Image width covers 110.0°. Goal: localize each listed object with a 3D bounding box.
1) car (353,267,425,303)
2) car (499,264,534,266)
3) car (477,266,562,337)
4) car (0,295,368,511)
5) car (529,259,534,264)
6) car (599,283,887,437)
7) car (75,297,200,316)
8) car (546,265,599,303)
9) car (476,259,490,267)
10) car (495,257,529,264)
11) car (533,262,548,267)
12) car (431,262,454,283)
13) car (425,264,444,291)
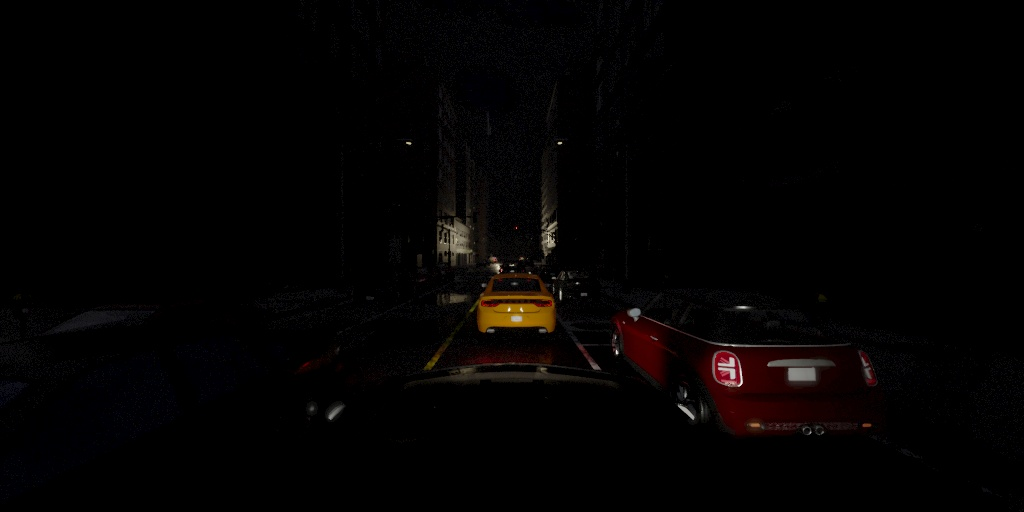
[{"bbox_3d":[-5.649,1.316,16.484,1.948,1.339,4.313,0,0,0],"label":"car"},{"bbox_3d":[0.124,1.315,19.344,1.994,1.385,4.181,0,0,0],"label":"car"},{"bbox_3d":[0.109,1.228,10.356,1.882,1.535,5.008,0,0,0],"label":"car"},{"bbox_3d":[-3.102,1.297,2.438,2.033,1.411,5.357,0,0,0],"label":"car"},{"bbox_3d":[2.976,1.232,64.563,1.967,1.591,4.097,0,0,0],"label":"car"},{"bbox_3d":[2.861,1.190,5.469,1.967,1.591,4.097,0,0,0],"label":"car"},{"bbox_3d":[-5.664,1.332,5.481,1.802,1.307,4.207,0,0,0],"label":"car"},{"bbox_3d":[2.876,1.301,16.472,2.007,1.370,4.403,0,0,0],"label":"car"},{"bbox_3d":[-5.549,1.374,64.588,1.802,1.307,4.207,0,0,0],"label":"car"},{"bbox_3d":[0.065,1.105,28.076,2.097,1.767,4.553,0,0,1],"label":"car"},{"bbox_3d":[2.891,1.318,27.474,1.948,1.339,4.313,0,0,0],"label":"car"},{"bbox_3d":[-5.634,1.192,27.486,1.967,1.591,4.097,0,0,0],"label":"car"},{"bbox_3d":[-5.642,1.333,21.985,1.802,1.307,4.207,0,0,0],"label":"car"}]
